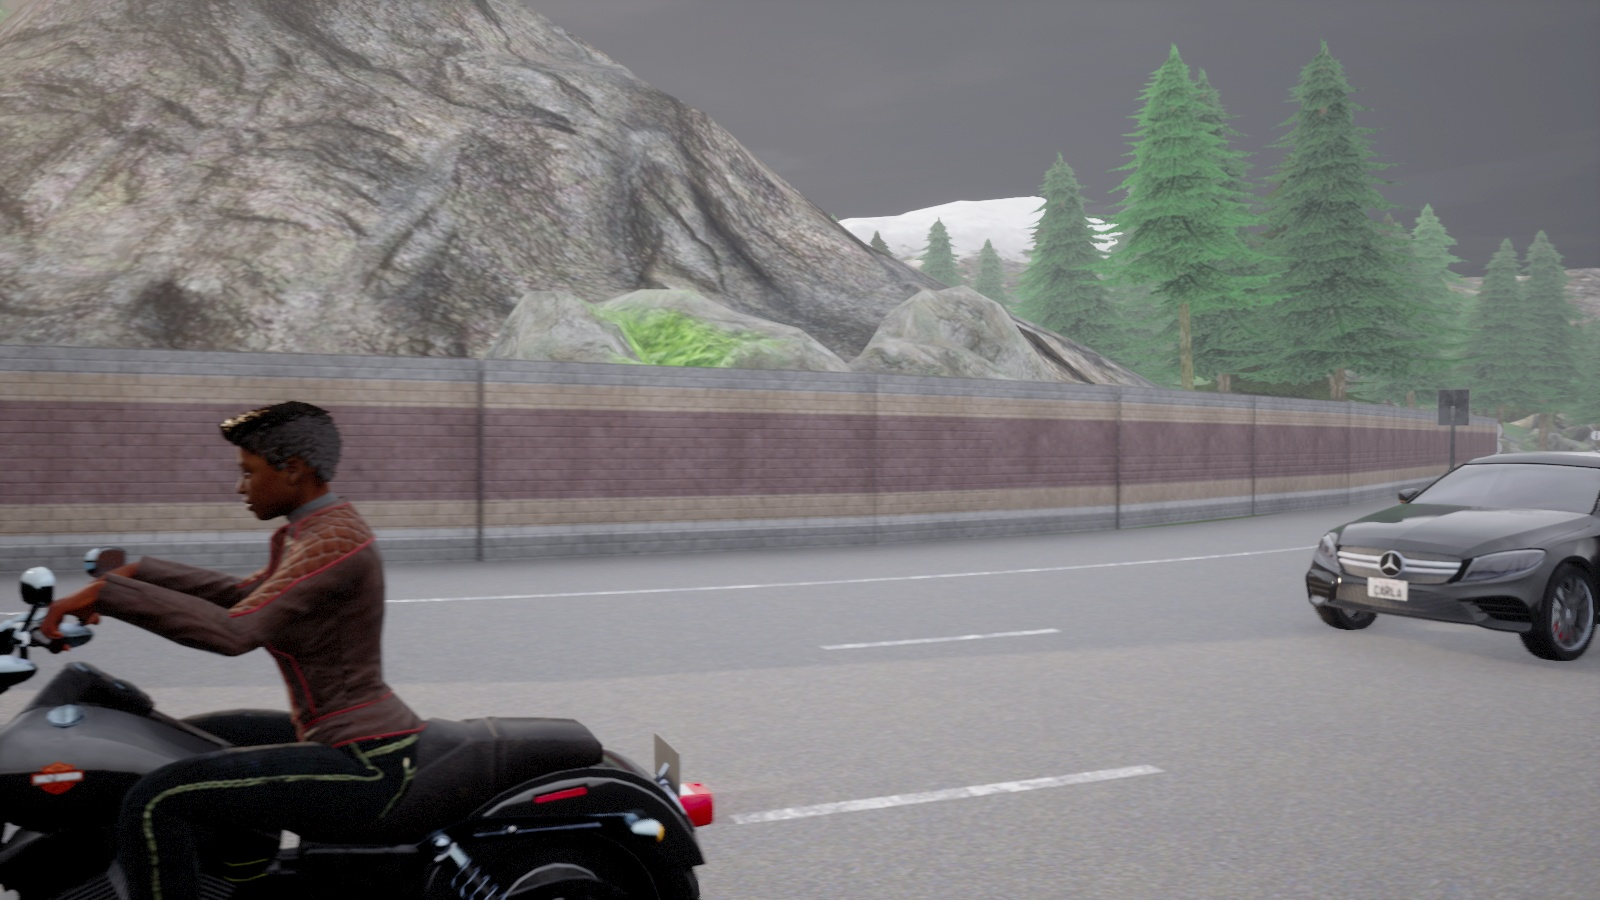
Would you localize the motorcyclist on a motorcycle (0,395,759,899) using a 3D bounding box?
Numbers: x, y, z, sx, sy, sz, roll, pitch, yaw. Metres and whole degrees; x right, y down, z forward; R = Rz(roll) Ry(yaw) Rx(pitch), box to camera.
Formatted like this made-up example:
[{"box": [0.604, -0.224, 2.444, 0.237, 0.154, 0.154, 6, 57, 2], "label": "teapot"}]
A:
[{"box": [-1.331, 0.726, 2.722, 2.350, 1.649, 0.766, -1, 0, -21], "label": "motorcyclist on a motorcycle"}]

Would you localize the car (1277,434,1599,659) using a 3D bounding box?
[{"box": [6.162, 0.611, 10.336, 4.674, 1.442, 1.812, -1, 1, -34], "label": "car"}]
